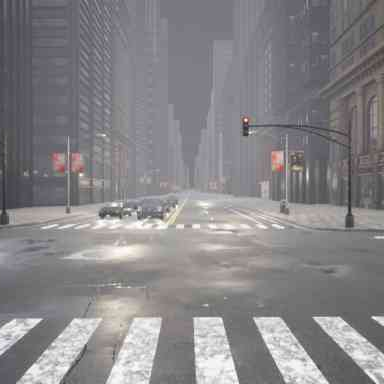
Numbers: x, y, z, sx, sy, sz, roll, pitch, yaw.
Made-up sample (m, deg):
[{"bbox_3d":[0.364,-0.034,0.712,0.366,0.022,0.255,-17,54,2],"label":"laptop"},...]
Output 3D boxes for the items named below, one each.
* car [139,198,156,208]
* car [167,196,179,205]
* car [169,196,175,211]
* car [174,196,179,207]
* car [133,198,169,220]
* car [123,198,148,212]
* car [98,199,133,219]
[{"bbox_3d":[-6.588,1.563,49.551,1.895,1.301,4.718,0,0,0],"label":"car"},{"bbox_3d":[-3.300,1.454,57.857,1.837,1.490,4.892,0,0,0],"label":"car"},{"bbox_3d":[-3.338,1.523,37.584,2.033,1.411,5.357,0,0,0],"label":"car"},{"bbox_3d":[-3.341,1.529,47.483,1.994,1.385,4.181,0,0,0],"label":"car"},{"bbox_3d":[-3.340,1.336,28.109,2.097,1.767,4.553,0,0,0],"label":"car"},{"bbox_3d":[-6.586,1.521,39.465,2.033,1.411,5.357,0,0,0],"label":"car"},{"bbox_3d":[-6.564,1.531,29.366,2.033,1.411,5.357,0,0,4],"label":"car"}]
